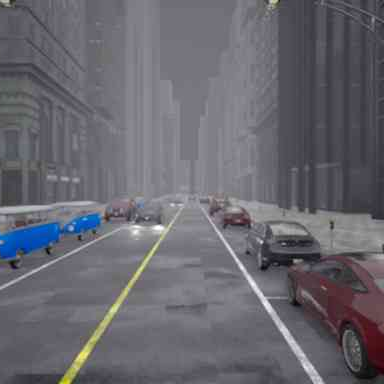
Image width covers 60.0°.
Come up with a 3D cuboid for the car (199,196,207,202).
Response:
[{"bbox_3d":[2.752,1.769,84.143,2.008,1.369,4.403,0,0,0],"label":"car"}]

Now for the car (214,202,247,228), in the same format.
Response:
[{"bbox_3d":[2.759,1.591,22.145,1.887,1.381,4.507,0,0,0],"label":"car"}]

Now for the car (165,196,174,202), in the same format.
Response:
[{"bbox_3d":[-5.773,1.783,84.132,1.947,1.339,4.313,0,0,0],"label":"car"}]

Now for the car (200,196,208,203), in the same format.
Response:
[{"bbox_3d":[2.753,1.727,78.677,1.752,1.417,4.829,0,0,0],"label":"car"}]

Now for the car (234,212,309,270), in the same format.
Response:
[{"bbox_3d":[2.760,1.572,10.873,2.008,1.369,4.403,0,0,0],"label":"car"}]

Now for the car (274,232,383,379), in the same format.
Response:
[{"bbox_3d":[2.761,1.592,5.236,1.802,1.307,4.206,0,0,0],"label":"car"}]

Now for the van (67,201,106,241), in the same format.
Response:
[{"bbox_3d":[-5.766,1.374,16.493,1.690,1.788,3.998,0,0,0],"label":"van"}]

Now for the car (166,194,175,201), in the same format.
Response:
[{"bbox_3d":[-5.774,1.550,89.769,2.192,1.841,5.009,0,0,0],"label":"car"}]

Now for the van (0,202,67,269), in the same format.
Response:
[{"bbox_3d":[-5.765,1.362,10.856,1.690,1.788,3.998,0,0,0],"label":"van"}]

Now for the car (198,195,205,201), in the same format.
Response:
[{"bbox_3d":[2.751,1.693,95.416,1.967,1.590,4.097,0,0,0],"label":"car"}]

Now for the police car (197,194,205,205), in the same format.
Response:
[{"bbox_3d":[2.361,1.579,63.023,1.930,1.638,5.238,0,0,0],"label":"police car"}]

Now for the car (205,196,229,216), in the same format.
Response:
[{"bbox_3d":[2.757,1.387,33.417,2.192,1.841,5.009,0,0,0],"label":"car"}]

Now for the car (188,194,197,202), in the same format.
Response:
[{"bbox_3d":[-0.007,1.553,80.182,1.882,1.535,5.008,0,0,0],"label":"car"}]

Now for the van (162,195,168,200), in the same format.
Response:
[{"bbox_3d":[-5.772,1.524,72.859,1.690,1.788,3.998,0,0,0],"label":"van"}]

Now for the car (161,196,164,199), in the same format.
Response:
[{"bbox_3d":[-5.769,1.661,50.312,1.887,1.381,4.507,0,0,0],"label":"car"}]

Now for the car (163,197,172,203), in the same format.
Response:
[{"bbox_3d":[-5.772,1.766,78.495,1.947,1.339,4.313,0,0,0],"label":"car"}]

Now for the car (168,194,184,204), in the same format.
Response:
[{"bbox_3d":[-3.017,1.515,66.602,2.097,1.767,4.553,0,0,0],"label":"car"}]

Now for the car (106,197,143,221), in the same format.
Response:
[{"bbox_3d":[-5.767,1.373,27.765,2.192,1.841,5.009,0,0,0],"label":"car"}]

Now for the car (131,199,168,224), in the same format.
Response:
[{"bbox_3d":[-3.101,1.557,25.190,1.837,1.490,4.892,0,0,0],"label":"car"}]
